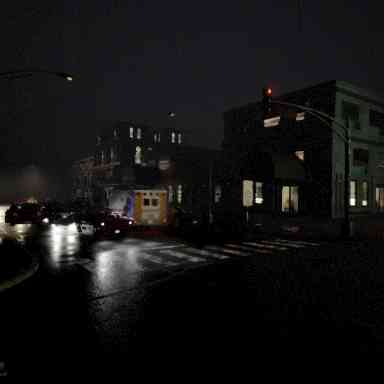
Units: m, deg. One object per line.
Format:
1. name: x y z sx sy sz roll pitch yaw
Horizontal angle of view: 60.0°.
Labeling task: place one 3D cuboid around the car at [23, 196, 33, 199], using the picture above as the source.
1. car: -33.516 1.944 69.513 1.752 1.417 4.829 1 -1 -35

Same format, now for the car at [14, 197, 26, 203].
1. car: -42.924 2.051 83.047 2.008 1.369 4.403 1 -1 -35

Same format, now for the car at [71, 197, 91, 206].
1. car: -14.340 1.574 42.076 2.192 1.841 5.009 1 -1 -35

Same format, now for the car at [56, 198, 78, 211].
1. car: -17.536 1.725 46.614 1.967 1.590 4.097 1 -1 -35

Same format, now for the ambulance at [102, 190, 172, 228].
1. ambulance: -4.166 1.145 22.592 2.351 2.431 6.366 1 -1 -35

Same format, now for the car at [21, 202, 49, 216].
1. car: -16.583 1.751 35.029 1.895 1.301 4.718 1 -1 -35

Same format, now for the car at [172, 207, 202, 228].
1. car: -1.065 1.701 23.053 2.008 1.369 4.403 1 -1 -35

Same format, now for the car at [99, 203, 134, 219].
1. car: -7.322 1.783 32.053 1.802 1.307 4.206 1 -1 -35

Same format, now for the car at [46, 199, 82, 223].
1. car: -10.892 1.594 26.832 2.128 1.511 4.902 1 -1 -35

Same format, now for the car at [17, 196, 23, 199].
1. car: -39.754 1.788 78.492 2.192 1.841 5.009 1 -1 -35

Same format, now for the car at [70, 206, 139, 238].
1. car: -4.947 1.655 18.270 1.895 1.301 4.718 1 -1 -35

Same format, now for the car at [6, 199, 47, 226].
1. car: -11.890 1.492 23.495 1.967 1.590 4.097 1 -1 -35
